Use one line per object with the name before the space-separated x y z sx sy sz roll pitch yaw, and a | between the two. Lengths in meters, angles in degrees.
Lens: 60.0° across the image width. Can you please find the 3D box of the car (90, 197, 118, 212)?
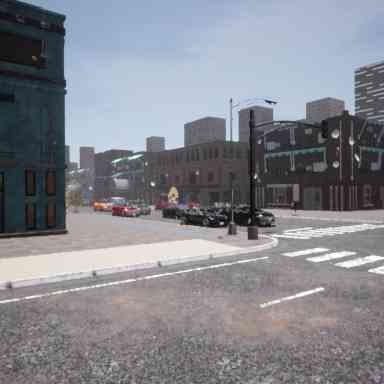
car | -12.558 1.876 48.105 2.097 1.767 4.553 -1 0 -35

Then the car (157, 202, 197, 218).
car | -1.240 1.869 32.205 1.994 1.385 4.181 -1 0 -35

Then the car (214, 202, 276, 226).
car | 4.006 1.706 24.788 1.837 1.490 4.892 -1 0 -34

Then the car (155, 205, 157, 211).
car | -3.577 1.965 45.414 1.802 1.307 4.206 -2 0 -36

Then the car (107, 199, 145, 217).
car | -7.183 1.846 36.037 1.967 1.590 4.097 -1 0 -36

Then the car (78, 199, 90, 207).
car | -21.310 2.192 65.805 2.128 1.511 4.902 -1 0 -36

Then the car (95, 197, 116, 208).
car | -16.451 1.939 63.431 2.192 1.841 5.009 -1 0 -36

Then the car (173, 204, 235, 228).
car | 0.785 1.814 24.674 1.947 1.339 4.313 -2 0 -36

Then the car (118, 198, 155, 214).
car | -6.762 1.764 39.923 2.097 1.767 4.553 -1 0 -35

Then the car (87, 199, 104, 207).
car | -19.663 2.227 67.936 1.887 1.381 4.507 -1 0 -36

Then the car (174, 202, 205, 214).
car | -0.362 1.903 40.910 1.802 1.307 4.206 -2 0 -36

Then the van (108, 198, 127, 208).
van | -13.234 1.906 58.927 1.690 1.788 3.998 -1 0 -36
